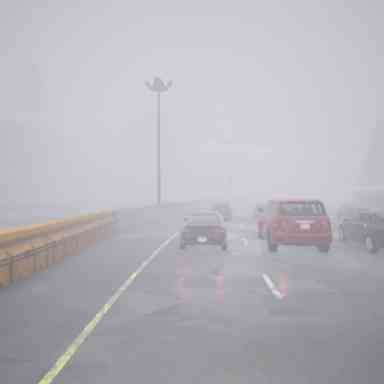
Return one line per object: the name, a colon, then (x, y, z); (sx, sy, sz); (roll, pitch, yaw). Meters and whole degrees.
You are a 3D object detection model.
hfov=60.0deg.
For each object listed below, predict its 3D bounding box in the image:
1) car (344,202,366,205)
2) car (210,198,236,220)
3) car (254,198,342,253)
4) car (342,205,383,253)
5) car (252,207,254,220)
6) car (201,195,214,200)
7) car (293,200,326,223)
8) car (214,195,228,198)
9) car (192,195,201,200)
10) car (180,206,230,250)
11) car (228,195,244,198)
car: (12.902, 1.531, 26.481); (1.812, 1.442, 4.674); (0, 0, 11)
car: (2.593, 1.514, 28.479); (1.837, 1.490, 4.892); (0, 0, 11)
car: (4.057, 1.255, 13.880); (2.150, 2.045, 5.566); (0, 0, 5)
car: (7.541, 1.514, 13.537); (1.837, 1.490, 4.892); (0, 0, 5)
car: (6.029, 1.561, 27.813); (2.033, 1.411, 5.357); (0, 0, 11)
car: (5.100, 1.467, 83.276); (2.033, 1.411, 5.357); (0, 0, 30)
car: (9.466, 1.482, 27.147); (1.882, 1.535, 5.008); (0, 0, 11)
car: (8.070, 1.409, 81.425); (1.882, 1.535, 5.008); (0, 0, 30)
car: (2.129, 1.462, 85.127); (2.033, 1.411, 5.357); (0, 0, 30)
car: (0.569, 1.530, 14.163); (1.812, 1.442, 4.674); (0, 0, 5)
car: (11.040, 1.436, 79.574); (1.837, 1.490, 4.892); (0, 0, 30)
